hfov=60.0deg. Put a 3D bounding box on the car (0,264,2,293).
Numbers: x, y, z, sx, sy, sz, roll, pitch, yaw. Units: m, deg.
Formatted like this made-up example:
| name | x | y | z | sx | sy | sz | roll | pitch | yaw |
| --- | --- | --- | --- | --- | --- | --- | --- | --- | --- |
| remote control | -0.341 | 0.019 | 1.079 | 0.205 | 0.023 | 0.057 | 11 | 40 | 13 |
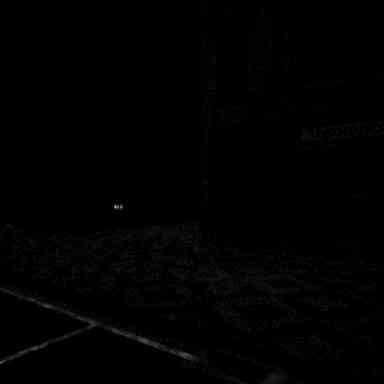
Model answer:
| name | x | y | z | sx | sy | sz | roll | pitch | yaw |
| --- | --- | --- | --- | --- | --- | --- | --- | --- | --- |
| car | -5.594 | 1.528 | 6.834 | 4.313 | 1.339 | 1.947 | 0 | 0 | 35 |
